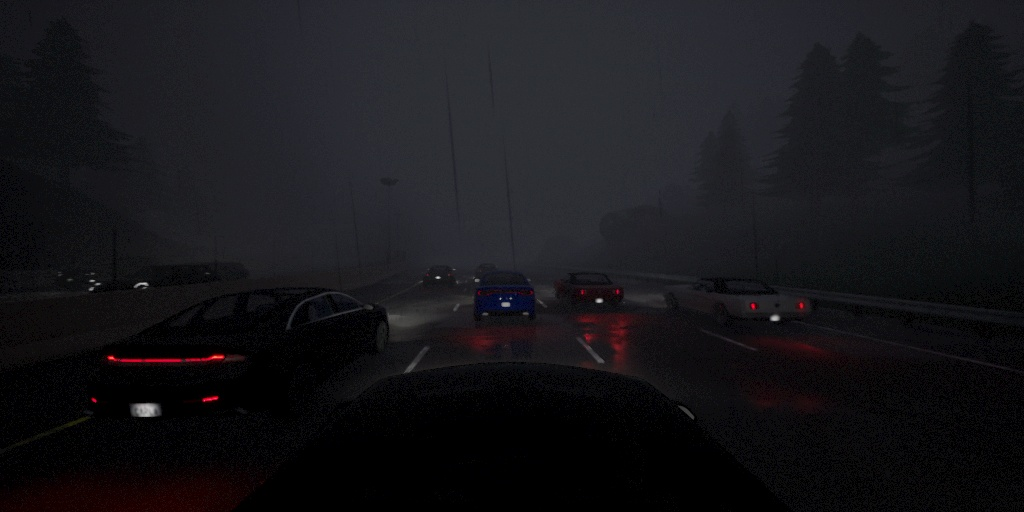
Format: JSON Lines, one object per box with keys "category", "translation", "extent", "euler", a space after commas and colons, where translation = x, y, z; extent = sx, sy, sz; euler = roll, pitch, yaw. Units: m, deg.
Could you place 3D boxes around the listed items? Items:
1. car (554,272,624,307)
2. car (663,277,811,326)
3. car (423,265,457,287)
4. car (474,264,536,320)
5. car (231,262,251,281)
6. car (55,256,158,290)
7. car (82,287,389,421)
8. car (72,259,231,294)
{"category": "car", "translation": [3.046, 1.344, 15.297], "extent": [1.895, 1.301, 4.718], "euler": [0, 0, -4]}
{"category": "car", "translation": [6.769, 1.337, 11.590], "extent": [1.895, 1.301, 4.718], "euler": [0, 0, -3]}
{"category": "car", "translation": [-4.858, 1.323, 24.453], "extent": [1.994, 1.385, 4.181], "euler": [0, 0, -6]}
{"category": "car", "translation": [-0.312, 1.228, 12.672], "extent": [1.882, 1.535, 5.008], "euler": [0, 0, -3]}
{"category": "car", "translation": [-18.938, 1.139, 22.863], "extent": [2.097, 1.767, 4.553], "euler": [0, 0, -7]}
{"category": "car", "translation": [-26.051, 1.022, 23.593], "extent": [2.150, 2.045, 5.566], "euler": [0, 0, -7]}
{"category": "car", "translation": [-3.531, 1.248, 5.834], "extent": [2.128, 1.511, 4.902], "euler": [0, 0, -1]}
{"category": "car", "translation": [-14.701, 1.131, 15.115], "extent": [2.097, 1.767, 4.553], "euler": [0, 0, -4]}
